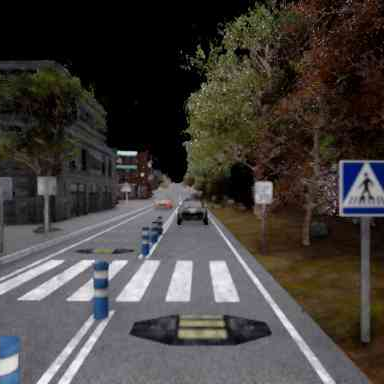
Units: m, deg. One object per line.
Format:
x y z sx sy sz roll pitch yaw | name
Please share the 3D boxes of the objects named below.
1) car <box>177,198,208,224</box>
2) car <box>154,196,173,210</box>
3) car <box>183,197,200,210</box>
0.030 1.307 24.368 2.097 1.767 4.553 0 0 0 | car
-3.513 1.248 41.747 2.097 1.767 4.553 0 0 0 | car
-0.081 1.440 42.838 2.033 1.411 5.357 0 0 -1 | car
